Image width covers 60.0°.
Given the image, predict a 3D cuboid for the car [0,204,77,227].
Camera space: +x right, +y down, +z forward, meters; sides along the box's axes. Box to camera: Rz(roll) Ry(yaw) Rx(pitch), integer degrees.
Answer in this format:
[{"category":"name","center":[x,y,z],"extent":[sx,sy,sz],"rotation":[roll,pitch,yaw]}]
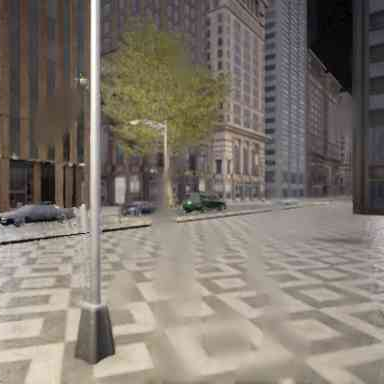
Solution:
[{"category":"car","center":[-10.620,1.531,22.870],"extent":[2.033,1.411,5.357],"rotation":[0,0,36]}]

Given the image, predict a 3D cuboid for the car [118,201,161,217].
[{"category":"car","center":[-4.824,1.516,30.965],"extent":[1.994,1.385,4.181],"rotation":[0,0,35]}]

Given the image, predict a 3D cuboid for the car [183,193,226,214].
[{"category":"car","center":[1.325,1.165,34.038],"extent":[2.150,2.045,5.566],"rotation":[0,0,36]}]

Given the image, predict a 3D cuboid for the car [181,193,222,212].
[{"category":"car","center":[1.273,1.151,39.448],"extent":[2.150,2.045,5.566],"rotation":[0,0,36]}]

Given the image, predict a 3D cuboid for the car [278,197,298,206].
[{"category":"car","center":[15.732,1.518,54.146],"extent":[1.895,1.301,4.718],"rotation":[0,0,36]}]
